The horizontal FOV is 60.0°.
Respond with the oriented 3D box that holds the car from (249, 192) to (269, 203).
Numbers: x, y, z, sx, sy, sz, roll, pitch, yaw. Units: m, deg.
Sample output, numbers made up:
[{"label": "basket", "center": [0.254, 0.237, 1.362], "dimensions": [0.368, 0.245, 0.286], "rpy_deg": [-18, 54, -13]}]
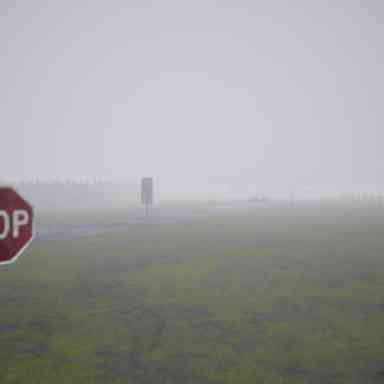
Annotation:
[{"label": "car", "center": [10.857, 0.864, 53.602], "dimensions": [2.097, 1.767, 4.553], "rpy_deg": [-1, 0, 31]}]
